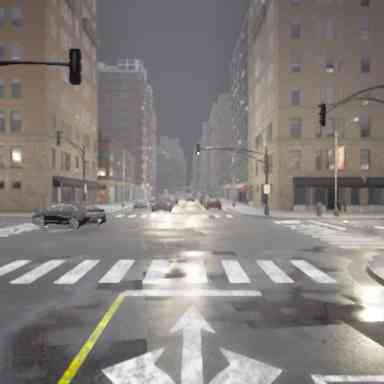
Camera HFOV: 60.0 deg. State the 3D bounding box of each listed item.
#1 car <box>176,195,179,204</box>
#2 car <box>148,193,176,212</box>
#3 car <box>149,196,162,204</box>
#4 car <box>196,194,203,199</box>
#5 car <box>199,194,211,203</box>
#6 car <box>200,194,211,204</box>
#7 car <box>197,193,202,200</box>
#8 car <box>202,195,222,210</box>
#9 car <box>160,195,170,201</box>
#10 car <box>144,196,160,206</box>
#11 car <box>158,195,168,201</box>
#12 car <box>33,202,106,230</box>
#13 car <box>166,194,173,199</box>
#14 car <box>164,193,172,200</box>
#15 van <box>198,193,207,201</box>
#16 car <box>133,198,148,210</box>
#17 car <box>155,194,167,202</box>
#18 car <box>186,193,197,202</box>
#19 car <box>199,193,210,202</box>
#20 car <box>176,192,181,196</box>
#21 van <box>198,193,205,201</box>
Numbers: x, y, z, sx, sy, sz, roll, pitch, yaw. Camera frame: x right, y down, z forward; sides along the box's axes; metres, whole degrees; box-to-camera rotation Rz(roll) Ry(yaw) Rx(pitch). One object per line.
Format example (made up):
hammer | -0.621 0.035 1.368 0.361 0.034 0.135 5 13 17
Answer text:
car | -3.239 1.422 45.504 1.895 1.301 4.718 0 0 0
car | -3.152 1.205 35.663 2.097 1.767 4.553 0 0 -1
car | -6.110 1.375 56.429 1.802 1.307 4.206 0 0 -1
car | 2.071 1.303 95.049 2.008 1.369 4.403 0 0 -1
car | 2.366 1.222 62.006 1.967 1.590 4.097 0 0 -1
car | 2.513 1.387 45.484 1.947 1.339 4.313 0 0 -1
car | 2.416 1.108 56.498 2.192 1.841 5.009 0 0 -1
car | 2.562 1.383 39.978 1.887 1.381 4.507 0 0 -1
car | -6.307 1.326 78.461 1.947 1.339 4.313 0 0 -1
car | -6.061 1.351 50.921 1.887 1.381 4.507 0 0 -1
car | -6.258 1.347 72.953 1.802 1.307 4.206 0 0 -1
car | -7.331 1.375 19.805 4.902 1.511 2.128 0 -1 28
car | -6.452 1.277 94.817 1.752 1.417 4.829 0 0 -1
car | -6.405 1.194 89.478 1.967 1.590 4.097 0 0 -1
van | 2.269 1.107 73.019 1.690 1.788 3.998 0 0 -1
car | -5.963 1.389 39.905 2.008 1.369 4.403 0 0 -1
car | -6.208 1.213 67.445 1.967 1.590 4.097 0 0 -1
car | -0.354 1.372 67.475 1.895 1.301 4.718 0 0 -1
car | 2.462 1.331 51.162 1.752 1.417 4.829 0 0 -1
car | -3.262 1.272 55.971 1.882 1.535 5.008 0 0 0
van | 2.219 1.101 78.526 1.690 1.788 3.998 0 0 -1
